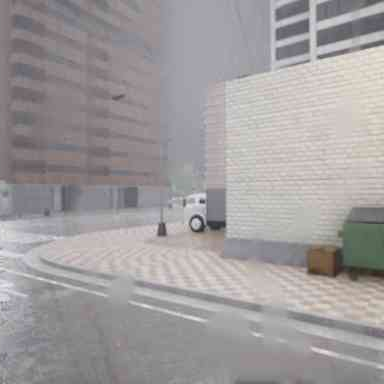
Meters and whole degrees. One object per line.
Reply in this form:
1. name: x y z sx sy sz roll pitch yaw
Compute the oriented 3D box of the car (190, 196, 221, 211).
1. car: 2.202 1.847 52.453 1.812 1.442 4.674 -1 -1 36
